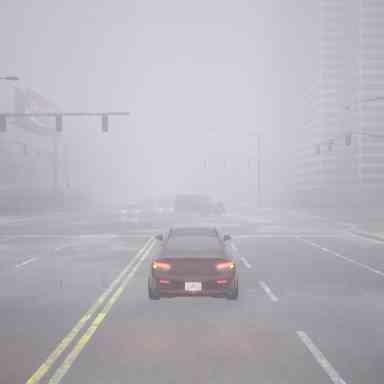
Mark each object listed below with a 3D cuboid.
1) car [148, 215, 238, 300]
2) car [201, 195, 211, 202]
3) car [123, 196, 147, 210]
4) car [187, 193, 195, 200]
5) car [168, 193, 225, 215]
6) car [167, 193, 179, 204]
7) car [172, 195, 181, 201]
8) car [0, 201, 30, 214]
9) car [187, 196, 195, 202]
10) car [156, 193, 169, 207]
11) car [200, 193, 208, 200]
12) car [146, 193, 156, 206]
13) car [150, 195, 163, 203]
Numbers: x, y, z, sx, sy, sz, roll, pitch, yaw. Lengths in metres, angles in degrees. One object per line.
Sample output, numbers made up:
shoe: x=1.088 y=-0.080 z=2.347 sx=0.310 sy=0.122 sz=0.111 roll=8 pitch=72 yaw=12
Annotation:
car: x=0.033 y=1.526 z=8.264 sx=1.812 sy=1.442 sz=4.674 roll=0 pitch=0 yaw=0
car: x=3.193 y=1.515 z=78.072 sx=2.128 sy=1.511 sz=4.902 roll=0 pitch=0 yaw=0
car: x=-7.563 y=1.526 z=43.285 sx=1.812 sy=1.442 sz=4.674 roll=0 pitch=0 yaw=4
car: x=-0.348 y=1.184 z=88.345 sx=2.097 sy=1.767 sz=4.553 roll=0 pitch=0 yaw=0
car: x=0.591 y=1.221 z=32.268 sx=5.566 sy=2.045 sz=2.150 roll=0 pitch=1 yaw=45
car: x=-3.789 y=1.221 z=66.406 sx=2.150 sy=2.045 sz=5.566 roll=0 pitch=0 yaw=0
car: x=-3.819 y=1.540 z=81.222 sx=1.994 sy=1.385 sz=4.181 roll=0 pitch=0 yaw=0
car: x=-19.597 y=1.601 z=34.476 sx=4.718 sy=1.301 sz=1.895 roll=0 pitch=0 yaw=1
car: x=-0.308 y=1.584 z=78.440 sx=1.895 sy=1.301 sz=4.718 roll=0 pitch=0 yaw=0
car: x=-3.788 y=1.223 z=50.331 sx=2.150 sy=2.045 sz=5.566 roll=0 pitch=0 yaw=0
car: x=3.152 y=1.184 z=88.360 sx=2.097 sy=1.767 sz=4.553 roll=0 pitch=0 yaw=0
car: x=-7.303 y=1.352 z=55.673 sx=2.097 sy=1.767 sz=4.553 roll=0 pitch=0 yaw=0
car: x=-7.271 y=1.492 z=69.165 sx=2.128 sy=1.511 sz=4.902 roll=0 pitch=0 yaw=0
